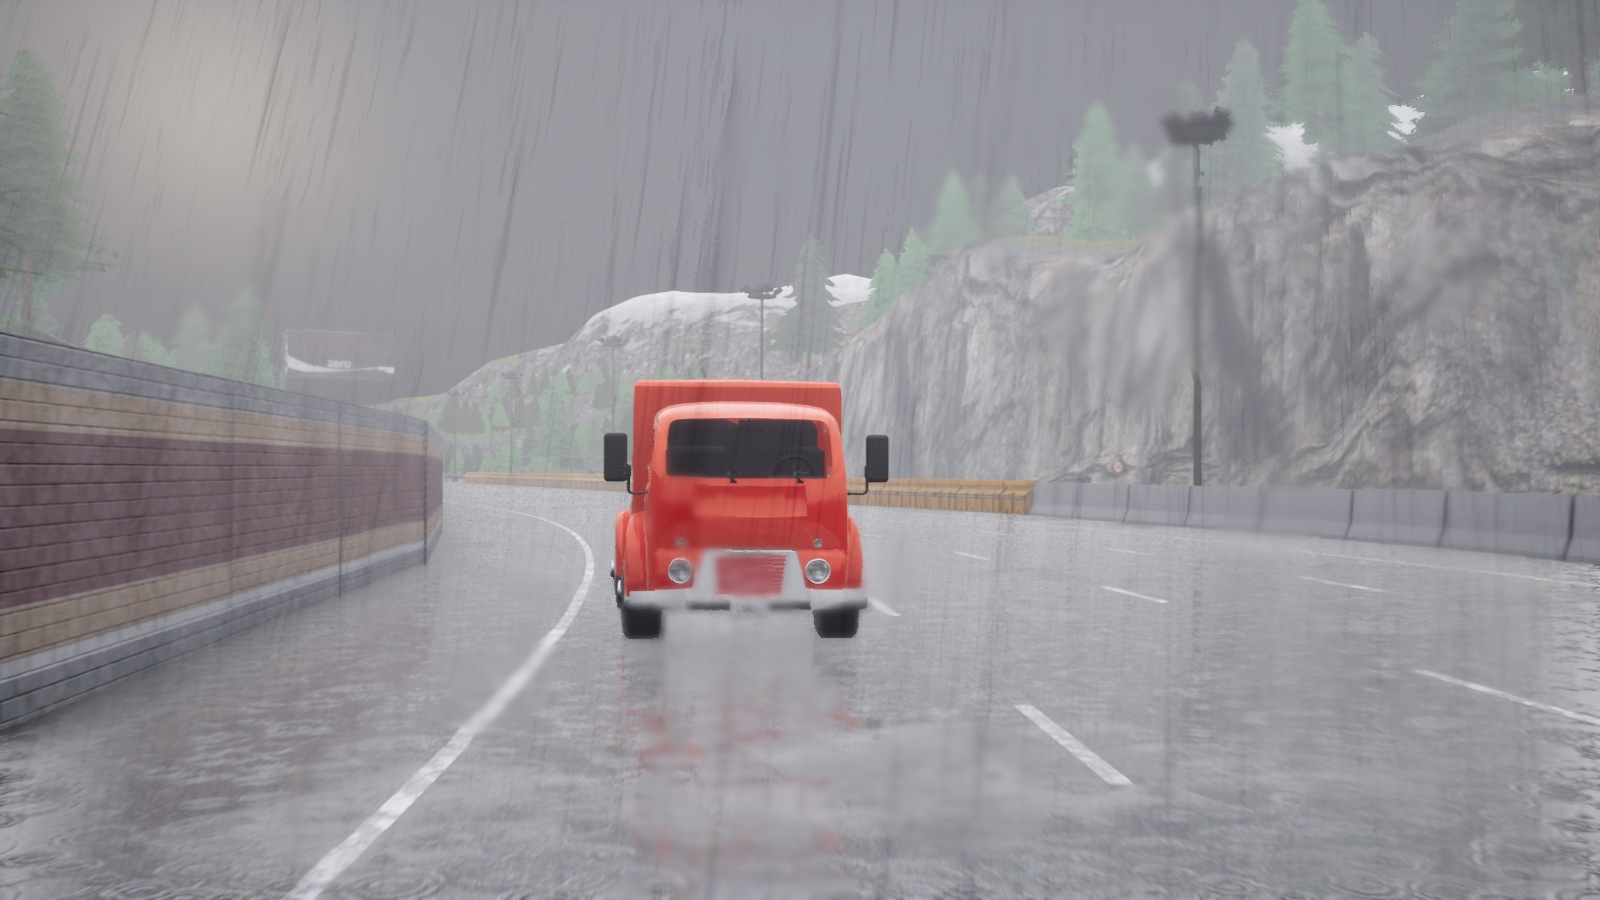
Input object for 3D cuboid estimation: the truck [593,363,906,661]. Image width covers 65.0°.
[{"bbox_3d":[-0.694,0.551,13.138,2.627,2.467,5.204,0,-1,-6],"label":"truck"}]
